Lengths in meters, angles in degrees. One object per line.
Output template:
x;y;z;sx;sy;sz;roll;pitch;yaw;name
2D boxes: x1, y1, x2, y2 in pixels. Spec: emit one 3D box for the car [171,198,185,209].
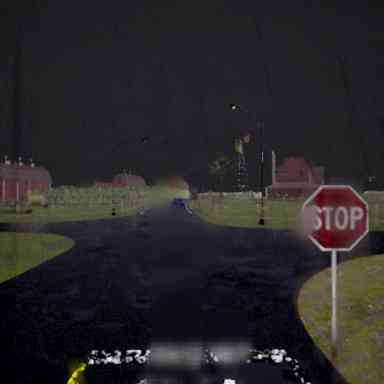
-2.059;1.647;49.748;1.882;1.535;5.008;0;0;-2;car
